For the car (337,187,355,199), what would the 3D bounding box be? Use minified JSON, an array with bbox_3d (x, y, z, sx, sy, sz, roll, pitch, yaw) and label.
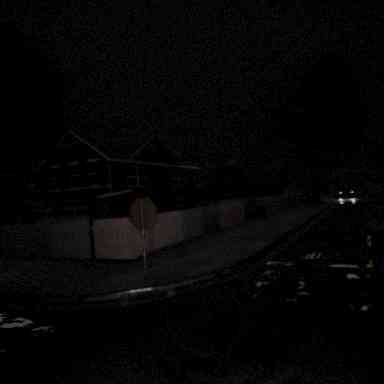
[{"bbox_3d":[22.857,-0.016,49.585,2.097,1.767,4.553,-4,0,20],"label":"car"}]
